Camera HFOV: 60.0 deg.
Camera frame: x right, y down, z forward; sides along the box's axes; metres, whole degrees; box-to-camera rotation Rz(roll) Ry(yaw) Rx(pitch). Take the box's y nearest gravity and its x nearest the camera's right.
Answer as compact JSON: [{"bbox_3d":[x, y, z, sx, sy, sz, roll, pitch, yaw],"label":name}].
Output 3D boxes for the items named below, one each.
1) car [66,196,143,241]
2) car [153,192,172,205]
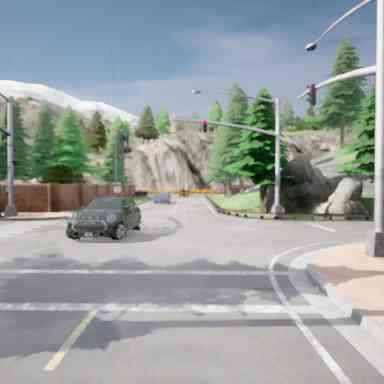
[{"bbox_3d":[-3.727,1.001,14.971,2.097,1.767,4.553,0,1,6],"label":"car"},{"bbox_3d":[-3.463,0.778,39.791,1.812,1.442,4.674,0,2,0],"label":"car"}]
